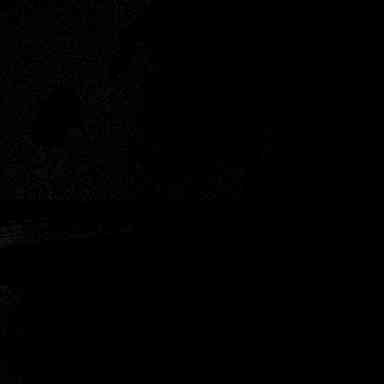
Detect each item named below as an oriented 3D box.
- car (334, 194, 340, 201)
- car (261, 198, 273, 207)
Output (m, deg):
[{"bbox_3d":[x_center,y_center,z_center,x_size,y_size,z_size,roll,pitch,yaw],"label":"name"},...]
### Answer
[{"bbox_3d":[35.799,1.339,80.126,2.097,1.767,4.553,0,0,36],"label":"car"},{"bbox_3d":[10.381,1.536,49.400,1.994,1.385,4.181,0,0,36],"label":"car"}]
